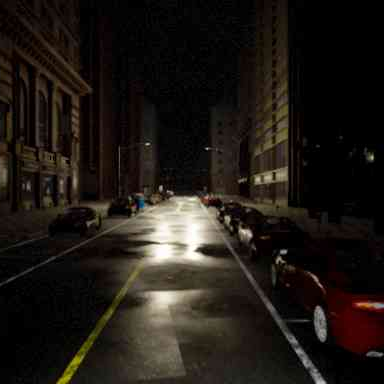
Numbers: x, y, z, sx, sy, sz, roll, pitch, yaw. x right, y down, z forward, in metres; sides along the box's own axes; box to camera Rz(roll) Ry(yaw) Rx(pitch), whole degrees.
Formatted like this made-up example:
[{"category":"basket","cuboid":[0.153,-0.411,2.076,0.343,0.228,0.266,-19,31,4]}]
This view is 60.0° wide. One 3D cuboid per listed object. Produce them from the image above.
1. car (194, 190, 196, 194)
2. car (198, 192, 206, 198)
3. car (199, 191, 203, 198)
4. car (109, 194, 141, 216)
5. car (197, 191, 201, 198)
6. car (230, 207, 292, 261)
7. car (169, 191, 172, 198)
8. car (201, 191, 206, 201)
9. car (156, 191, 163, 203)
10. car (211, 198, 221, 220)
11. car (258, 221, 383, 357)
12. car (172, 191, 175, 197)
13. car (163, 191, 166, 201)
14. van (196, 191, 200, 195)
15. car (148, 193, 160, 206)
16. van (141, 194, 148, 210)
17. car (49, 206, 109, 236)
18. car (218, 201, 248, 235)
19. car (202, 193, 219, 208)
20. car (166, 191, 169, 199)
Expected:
[{"category":"car","cuboid":[2.484,0.517,90.394,2.192,1.841,5.009,1,1,0]},{"category":"car","cuboid":[2.494,0.777,84.941,1.752,1.417,4.829,1,1,0]},{"category":"car","cuboid":[2.556,1.053,56.649,1.887,1.381,4.507,1,1,0]},{"category":"car","cuboid":[-5.907,1.202,28.502,1.967,1.590,4.097,1,0,0]},{"category":"car","cuboid":[2.543,1.009,62.274,2.008,1.369,4.403,1,1,0]},{"category":"car","cuboid":[2.654,1.447,11.654,1.887,1.381,4.507,1,0,0]},{"category":"car","cuboid":[-6.005,0.799,73.495,1.967,1.590,4.097,1,1,0]},{"category":"car","cuboid":[2.581,1.049,45.400,1.967,1.590,4.097,1,1,0]},{"category":"car","cuboid":[-5.956,1.003,50.998,1.967,1.590,4.097,1,1,0]},{"category":"car","cuboid":[2.629,1.373,22.904,1.947,1.339,4.313,1,0,0]},{"category":"car","cuboid":[2.666,1.494,6.029,1.887,1.381,4.507,1,0,0]},{"category":"car","cuboid":[-6.032,0.839,84.744,1.802,1.307,4.206,1,1,0]},{"category":"car","cuboid":[-5.969,1.039,56.453,1.752,1.417,4.829,1,1,0]},{"category":"van","cuboid":[2.509,0.646,79.145,1.690,1.788,3.998,1,1,0]},{"category":"car","cuboid":[-5.946,1.179,45.375,1.947,1.339,4.313,1,1,0]},{"category":"van","cuboid":[-5.918,1.054,34.125,1.690,1.788,3.998,1,1,0]},{"category":"car","cuboid":[-5.884,1.441,17.254,1.802,1.307,4.206,1,0,0]},{"category":"car","cuboid":[2.642,1.400,17.278,1.887,1.381,4.507,1,0,0]},{"category":"car","cuboid":[2.593,1.204,39.777,1.887,1.381,4.507,1,1,0]},{"category":"car","cuboid":[-5.979,0.777,62.245,2.192,1.841,5.009,1,1,0]}]
